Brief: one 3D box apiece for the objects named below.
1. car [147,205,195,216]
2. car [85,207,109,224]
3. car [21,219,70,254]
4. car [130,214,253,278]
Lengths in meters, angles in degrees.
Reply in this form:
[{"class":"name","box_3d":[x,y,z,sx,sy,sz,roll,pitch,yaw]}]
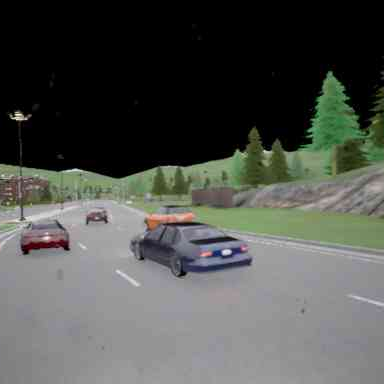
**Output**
[{"class":"car","box_3d":[-1.443,1.597,20.489,2.097,1.767,4.553,-2,-1,-25]},{"class":"car","box_3d":[-8.889,2.149,31.049,1.812,1.442,4.674,-2,-1,-16]},{"class":"car","box_3d":[-7.028,1.979,15.911,1.994,1.385,4.181,-2,-1,-26]},{"class":"car","box_3d":[-0.337,1.662,10.720,2.033,1.411,5.357,-2,-1,-30]}]
